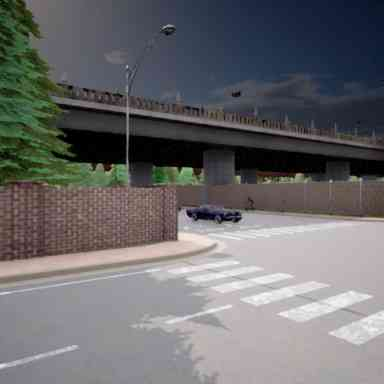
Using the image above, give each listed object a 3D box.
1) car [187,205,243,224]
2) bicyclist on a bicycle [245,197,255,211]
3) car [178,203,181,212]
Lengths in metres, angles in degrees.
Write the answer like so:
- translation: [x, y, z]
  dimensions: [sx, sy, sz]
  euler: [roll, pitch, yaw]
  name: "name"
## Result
- translation: [1.648, 1.656, 25.271]
  dimensions: [1.895, 1.301, 4.718]
  euler: [0, 0, -35]
  name: "car"
- translation: [6.517, 1.355, 37.395]
  dimensions: [1.656, 1.620, 0.582]
  euler: [0, 0, -35]
  name: "bicyclist on a bicycle"
- translation: [-3.008, 1.580, 38.240]
  dimensions: [1.812, 1.442, 4.674]
  euler: [0, 0, -35]
  name: "car"
